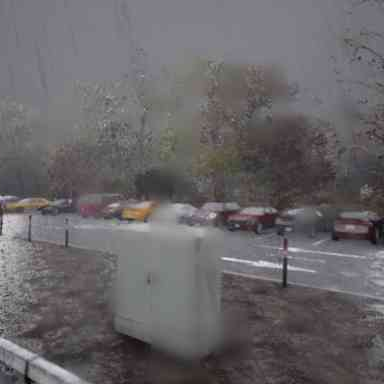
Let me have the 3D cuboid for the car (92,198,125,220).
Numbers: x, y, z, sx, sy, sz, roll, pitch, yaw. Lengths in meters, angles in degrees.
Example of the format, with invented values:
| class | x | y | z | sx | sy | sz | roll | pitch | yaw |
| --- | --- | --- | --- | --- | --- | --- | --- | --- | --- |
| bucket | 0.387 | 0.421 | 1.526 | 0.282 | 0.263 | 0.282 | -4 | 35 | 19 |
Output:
| class | x | y | z | sx | sy | sz | roll | pitch | yaw |
| --- | --- | --- | --- | --- | --- | --- | --- | --- | --- |
| car | -5.170 | 1.466 | 26.393 | 2.002 | 1.452 | 4.674 | 1 | 0 | 35 |

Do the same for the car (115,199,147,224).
| class | x | y | z | sx | sy | sz | roll | pitch | yaw |
| --- | --- | --- | --- | --- | --- | --- | --- | --- | --- |
| car | -2.907 | 1.454 | 24.782 | 2.097 | 1.535 | 5.008 | 1 | 0 | 35 |

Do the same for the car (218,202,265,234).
| class | x | y | z | sx | sy | sz | roll | pitch | yaw |
| --- | --- | --- | --- | --- | --- | --- | --- | --- | --- |
| car | 3.885 | 1.541 | 19.966 | 2.097 | 1.535 | 5.008 | 1 | 0 | 35 |

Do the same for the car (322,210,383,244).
| class | x | y | z | sx | sy | sz | roll | pitch | yaw |
| --- | --- | --- | --- | --- | --- | --- | --- | --- | --- |
| car | 8.420 | 1.629 | 16.769 | 2.163 | 1.488 | 4.792 | 1 | 0 | 35 |

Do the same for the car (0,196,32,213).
| class | x | y | z | sx | sy | sz | roll | pitch | yaw |
| --- | --- | --- | --- | --- | --- | --- | --- | --- | --- |
| car | -16.584 | 1.284 | 34.286 | 1.946 | 1.575 | 5.366 | 1 | 0 | 35 |

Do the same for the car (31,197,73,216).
| class | x | y | z | sx | sy | sz | roll | pitch | yaw |
| --- | --- | --- | --- | --- | --- | --- | --- | --- | --- |
| car | -11.969 | 1.372 | 31.196 | 2.163 | 1.488 | 4.792 | 1 | 0 | 35 |

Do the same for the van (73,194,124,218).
| class | x | y | z | sx | sy | sz | roll | pitch | yaw |
| --- | --- | --- | --- | --- | --- | --- | --- | --- | --- |
| van | -7.359 | 1.172 | 28.097 | 1.878 | 1.987 | 4.442 | 1 | 0 | 35 |

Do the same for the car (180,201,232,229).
| class | x | y | z | sx | sy | sz | roll | pitch | yaw |
| --- | --- | --- | --- | --- | --- | --- | --- | --- | --- |
| car | 1.639 | 1.386 | 21.594 | 2.185 | 1.767 | 4.553 | 1 | 0 | 35 |

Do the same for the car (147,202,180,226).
| class | x | y | z | sx | sy | sz | roll | pitch | yaw |
| --- | --- | --- | --- | --- | --- | --- | --- | --- | --- |
| car | -0.644 | 1.523 | 23.176 | 2.002 | 1.452 | 4.674 | 1 | 0 | 35 |

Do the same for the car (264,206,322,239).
| class | x | y | z | sx | sy | sz | roll | pitch | yaw |
| --- | --- | --- | --- | --- | --- | --- | --- | --- | --- |
| car | 6.140 | 1.571 | 18.348 | 2.231 | 1.521 | 4.892 | 1 | 0 | 35 |
